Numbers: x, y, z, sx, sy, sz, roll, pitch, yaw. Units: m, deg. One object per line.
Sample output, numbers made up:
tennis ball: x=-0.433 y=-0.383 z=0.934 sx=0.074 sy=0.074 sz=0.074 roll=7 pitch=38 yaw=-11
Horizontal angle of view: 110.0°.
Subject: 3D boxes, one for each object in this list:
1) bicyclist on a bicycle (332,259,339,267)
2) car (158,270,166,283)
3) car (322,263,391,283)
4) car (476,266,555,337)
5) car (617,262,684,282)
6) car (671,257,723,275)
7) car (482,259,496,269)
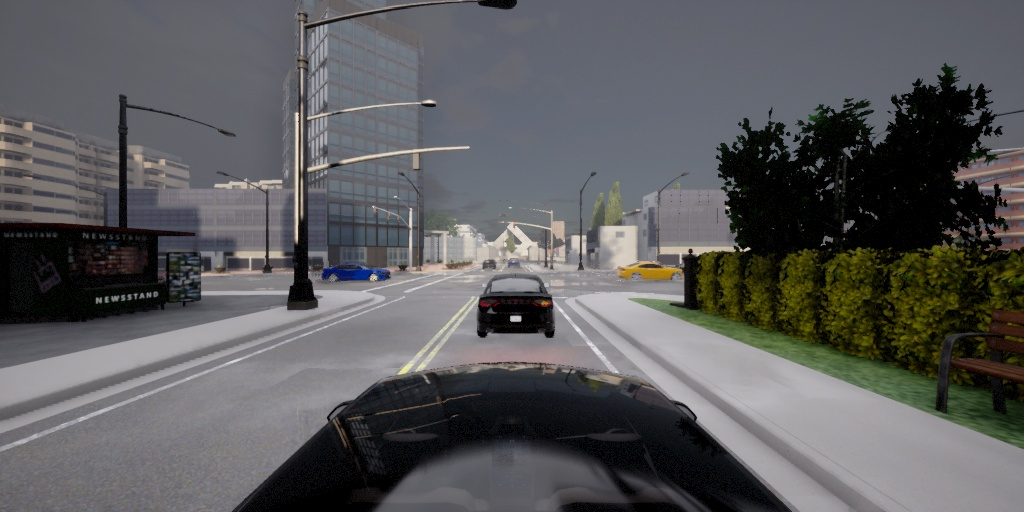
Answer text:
bicyclist on a bicycle: x=-21.835 y=1.216 z=44.408 sx=0.582 sy=1.620 sz=1.656 roll=-1 pitch=0 yaw=0
car: x=-28.960 y=1.536 z=27.901 sx=4.674 sy=1.442 sz=1.812 roll=-1 pitch=0 yaw=0
car: x=-12.096 y=1.294 z=28.006 sx=5.008 sy=1.535 sz=1.882 roll=-1 pitch=0 yaw=-1
car: x=0.107 y=1.228 z=10.355 sx=1.882 sy=1.535 sz=5.008 roll=0 pitch=0 yaw=1
car: x=10.823 y=1.222 z=28.064 sx=5.008 sy=1.535 sz=1.882 roll=0 pitch=0 yaw=0
car: x=19.977 y=1.058 z=38.806 sx=4.553 sy=1.767 sz=2.097 roll=0 pitch=0 yaw=0
car: x=-3.395 y=1.228 z=54.136 sx=1.882 sy=1.535 sz=5.008 roll=0 pitch=0 yaw=0
